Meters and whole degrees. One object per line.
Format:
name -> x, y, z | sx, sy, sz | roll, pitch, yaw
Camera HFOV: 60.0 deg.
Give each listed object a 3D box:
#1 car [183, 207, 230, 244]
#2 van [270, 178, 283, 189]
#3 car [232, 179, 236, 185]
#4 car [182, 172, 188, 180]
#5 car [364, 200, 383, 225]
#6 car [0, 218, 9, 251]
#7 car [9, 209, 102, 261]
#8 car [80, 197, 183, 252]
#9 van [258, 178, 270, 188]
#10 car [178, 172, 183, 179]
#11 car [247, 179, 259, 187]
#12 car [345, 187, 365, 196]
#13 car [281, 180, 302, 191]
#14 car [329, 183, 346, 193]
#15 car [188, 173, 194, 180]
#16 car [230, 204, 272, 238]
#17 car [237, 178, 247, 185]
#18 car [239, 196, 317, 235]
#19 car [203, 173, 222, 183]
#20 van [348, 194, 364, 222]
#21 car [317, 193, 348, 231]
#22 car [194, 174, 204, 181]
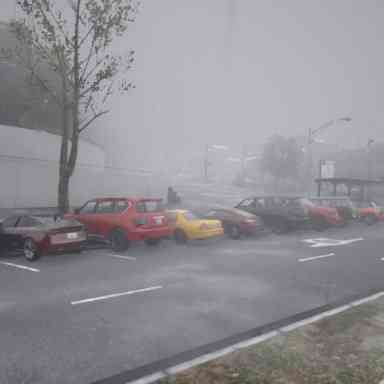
car -> -1.131, 1.502, 15.922 | 5.366, 1.575, 1.946 | -1, -1, 35
van -> 17.566, -1.492, 65.155 | 1.878, 1.987, 4.442 | 7, 4, 35
car -> 10.684, -2.318, 75.137 | 2.002, 1.452, 4.674 | 7, 3, 35
car -> 0.196, -4.086, 89.837 | 2.185, 1.767, 4.553 | 4, 1, 33
car -> 11.359, 1.402, 24.439 | 4.553, 1.767, 2.185 | -1, -1, 35
car -> -8.313, 1.492, 10.599 | 4.892, 1.521, 2.231 | -1, -1, 34
car -> -5.894, 1.523, 12.347 | 4.792, 1.488, 2.163 | -1, -1, 35
car -> -3.450, 1.247, 14.093 | 5.566, 2.045, 2.435 | -1, -1, 34
van -> 15.836, -1.765, 67.626 | 1.878, 1.987, 4.442 | 7, 4, 35
car -> -1.577, -4.364, 92.183 | 2.435, 2.045, 5.566 | 1, -1, 34
car -> 14.260, -1.813, 70.356 | 1.946, 1.575, 5.366 | 7, 3, 35
car -> 26.234, 0.135, 52.940 | 2.002, 1.452, 4.674 | 7, 3, 35
car -> 19.328, -0.993, 62.794 | 2.231, 1.521, 4.892 | 7, 3, 35
car -> 24.542, -0.427, 55.411 | 2.435, 2.045, 5.566 | 7, 3, 35
car -> 1.927, -3.852, 87.368 | 2.185, 1.767, 4.553 | 6, 3, 34
car -> 1.474, 1.547, 17.551 | 4.674, 1.452, 2.002 | -1, -1, 35
car -> 12.428, -2.045, 72.676 | 2.002, 1.452, 4.674 | 7, 4, 35
car -> 3.901, 1.261, 19.310 | 5.566, 2.045, 2.435 | -1, -1, 35
car -> 5.575, -3.177, 82.644 | 1.946, 1.575, 5.366 | 7, 3, 34
van -> 8.951, 1.296, 22.687 | 4.442, 1.987, 1.878 | -1, -1, 35
car -> 6.413, 1.266, 21.016 | 5.566, 2.045, 2.435 | -1, -1, 35
car -> 3.722, -3.700, 84.903 | 2.435, 2.045, 5.566 | 7, 3, 34
